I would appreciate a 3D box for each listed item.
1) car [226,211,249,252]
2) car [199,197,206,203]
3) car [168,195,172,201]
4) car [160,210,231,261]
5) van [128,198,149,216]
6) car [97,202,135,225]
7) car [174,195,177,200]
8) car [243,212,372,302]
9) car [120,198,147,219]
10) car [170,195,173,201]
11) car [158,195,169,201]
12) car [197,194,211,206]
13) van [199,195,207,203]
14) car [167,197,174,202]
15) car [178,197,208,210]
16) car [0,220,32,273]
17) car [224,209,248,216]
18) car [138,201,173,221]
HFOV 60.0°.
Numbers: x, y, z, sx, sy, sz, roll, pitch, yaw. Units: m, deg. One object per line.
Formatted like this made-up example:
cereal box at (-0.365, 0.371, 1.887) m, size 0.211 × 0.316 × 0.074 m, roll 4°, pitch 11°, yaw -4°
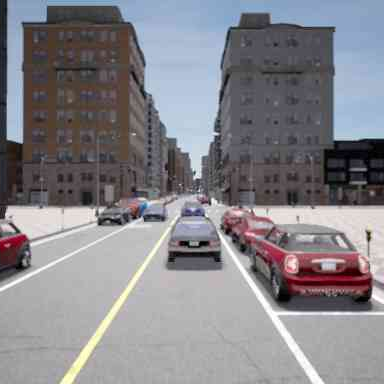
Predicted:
car at (2.665, 1.675, 14.062) m, size 1.802 × 1.307 × 4.206 m, roll 0°, pitch 0°, yaw 0°
car at (2.652, 2.013, 86.262) m, size 1.802 × 1.307 × 4.206 m, roll 0°, pitch 0°, yaw 0°
car at (-5.871, 1.935, 69.317) m, size 1.947 × 1.339 × 4.313 m, roll 0°, pitch 0°, yaw 0°
car at (0.081, 1.631, 12.613) m, size 2.033 × 1.411 × 5.357 m, roll 0°, pitch 0°, yaw 0°
van at (-5.866, 1.576, 36.647) m, size 1.690 × 1.788 × 3.998 m, roll 0°, pitch 0°, yaw 0°
car at (-5.864, 1.730, 25.364) m, size 1.947 × 1.339 × 4.313 m, roll 0°, pitch 0°, yaw 0°
car at (-5.873, 1.746, 86.283) m, size 2.192 × 1.841 × 5.009 m, roll 0°, pitch 0°, yaw 0°
car at (2.665, 1.497, 8.423) m, size 1.967 × 1.590 × 4.097 m, roll 0°, pitch 0°, yaw 0°
car at (-5.865, 1.516, 31.006) m, size 2.192 × 1.841 × 5.009 m, roll 0°, pitch 0°, yaw 0°
car at (-5.871, 1.915, 74.801) m, size 1.752 × 1.417 × 4.829 m, roll 0°, pitch 0°, yaw 0°
car at (-5.869, 1.872, 63.491) m, size 1.752 × 1.417 × 4.829 m, roll 0°, pitch 0°, yaw 0°
car at (2.657, 1.663, 63.637) m, size 2.192 × 1.841 × 5.009 m, roll 0°, pitch 0°, yaw 0°
van at (2.653, 1.752, 80.607) m, size 1.690 × 1.788 × 3.998 m, roll 0°, pitch 0°, yaw 0°
car at (-5.875, 2.033, 91.936) m, size 1.802 × 1.307 × 4.206 m, roll 0°, pitch 0°, yaw 0°
car at (0.081, 1.545, 29.829) m, size 2.097 × 1.767 × 4.553 m, roll 0°, pitch 0°, yaw 0°
car at (-5.860, 1.497, 8.446) m, size 1.967 × 1.590 × 4.097 m, roll 0°, pitch 0°, yaw 0°
car at (2.663, 1.673, 19.701) m, size 1.887 × 1.381 × 4.507 m, roll 0°, pitch 0°, yaw 0°
car at (-3.090, 1.736, 29.019) m, size 2.033 × 1.411 × 5.357 m, roll 0°, pitch 0°, yaw 0°
